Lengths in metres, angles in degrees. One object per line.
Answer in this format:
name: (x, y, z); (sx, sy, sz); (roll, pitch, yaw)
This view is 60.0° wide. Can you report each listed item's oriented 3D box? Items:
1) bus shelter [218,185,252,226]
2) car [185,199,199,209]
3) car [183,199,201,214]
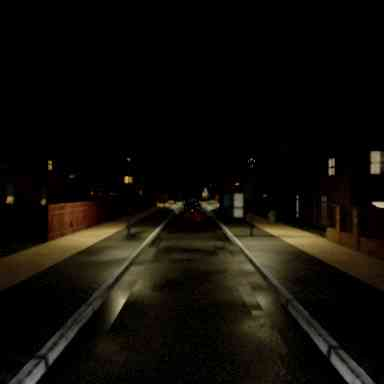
bus shelter: (3.023, 0.899, 24.188); (1.920, 2.740, 3.880); (1, 0, 0)
car: (0.019, 1.678, 47.811); (1.895, 1.301, 4.718); (0, 0, 0)
car: (0.038, 1.650, 36.621); (1.895, 1.301, 4.718); (0, 0, 0)
